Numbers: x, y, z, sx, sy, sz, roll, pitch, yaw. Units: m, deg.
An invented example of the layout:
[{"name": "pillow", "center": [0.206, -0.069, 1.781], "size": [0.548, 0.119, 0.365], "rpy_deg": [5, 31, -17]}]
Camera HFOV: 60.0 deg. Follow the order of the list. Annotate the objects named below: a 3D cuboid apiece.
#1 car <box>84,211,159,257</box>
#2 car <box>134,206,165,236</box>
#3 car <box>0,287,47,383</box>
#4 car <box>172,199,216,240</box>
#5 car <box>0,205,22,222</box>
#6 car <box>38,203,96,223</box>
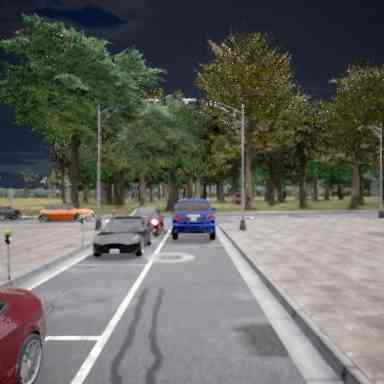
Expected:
[{"name": "car", "center": [-2.649, 1.670, 13.523], "size": [1.947, 1.339, 4.313], "rpy_deg": [-1, 0, 0]}, {"name": "car", "center": [-2.651, 1.586, 18.959], "size": [1.967, 1.590, 4.097], "rpy_deg": [-1, 0, 0]}, {"name": "car", "center": [-2.647, 1.603, 2.653], "size": [1.802, 1.307, 4.206], "rpy_deg": [-1, 0, 0]}, {"name": "car", "center": [0.123, 1.361, 17.980], "size": [2.150, 2.045, 5.566], "rpy_deg": [0, 0, 1]}, {"name": "car", "center": [-18.904, 2.066, 31.688], "size": [4.892, 1.490, 1.837], "rpy_deg": [-1, 0, 1]}, {"name": "car", "center": [-10.724, 1.773, 28.777], "size": [4.553, 1.767, 2.097], "rpy_deg": [-1, 0, 0]}]
